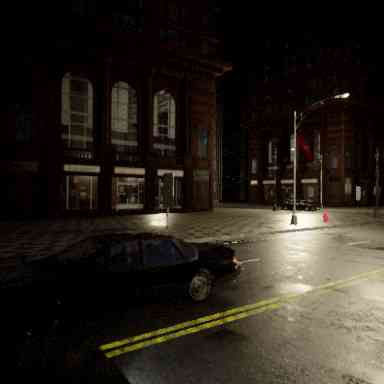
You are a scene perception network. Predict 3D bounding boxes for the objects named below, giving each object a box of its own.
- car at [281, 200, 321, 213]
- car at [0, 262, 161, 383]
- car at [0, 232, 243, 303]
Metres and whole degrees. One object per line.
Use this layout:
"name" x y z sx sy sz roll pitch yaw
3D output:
"car" 12.970 1.688 39.805 1.837 1.490 4.892 1 -1 -35
"car" -2.802 1.547 1.458 5.357 1.411 2.033 0 0 -36
"car" -1.430 1.547 6.653 5.357 1.411 2.033 0 0 -35
